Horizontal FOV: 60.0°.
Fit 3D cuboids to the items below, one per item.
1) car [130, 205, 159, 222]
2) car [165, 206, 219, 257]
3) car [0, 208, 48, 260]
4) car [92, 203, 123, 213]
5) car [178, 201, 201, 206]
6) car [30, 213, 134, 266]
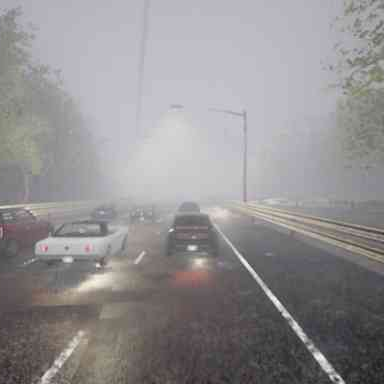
[{"bbox_3d":[-3.695,1.672,26.652,1.895,1.301,4.718,0,0,-1],"label":"car"},{"bbox_3d":[-0.002,1.537,13.108,1.837,1.490,4.892,0,0,0],"label":"car"},{"bbox_3d":[-7.002,1.382,12.693,2.097,1.767,4.553,0,0,0],"label":"car"},{"bbox_3d":[-7.225,1.643,28.649,1.994,1.385,4.181,0,0,-1],"label":"car"},{"bbox_3d":[-0.240,1.558,29.630,1.882,1.535,5.008,0,0,-1],"label":"car"},{"bbox_3d":[-3.495,1.629,11.601,1.895,1.301,4.718,0,0,0],"label":"car"}]
